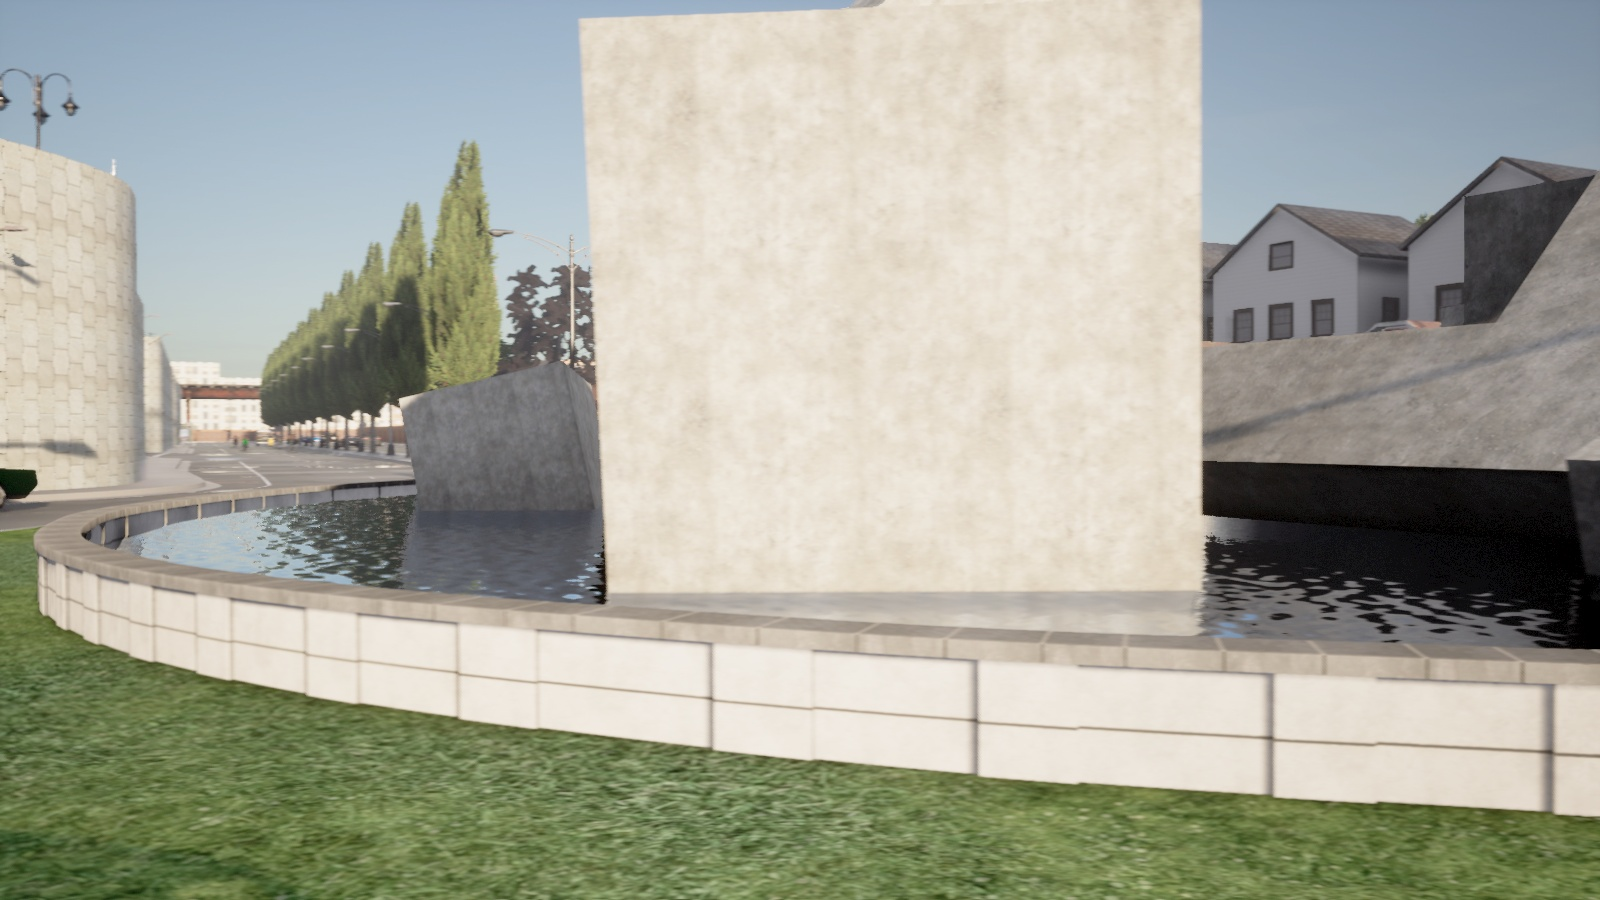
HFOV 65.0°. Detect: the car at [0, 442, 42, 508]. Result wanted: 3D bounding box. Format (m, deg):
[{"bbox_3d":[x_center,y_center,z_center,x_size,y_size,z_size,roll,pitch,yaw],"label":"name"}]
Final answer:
[{"bbox_3d":[-17.480,0.508,24.165,1.895,1.301,4.718,1,1,24],"label":"car"}]
